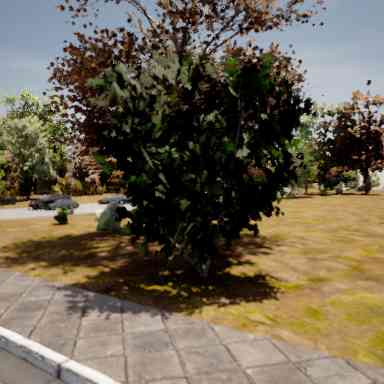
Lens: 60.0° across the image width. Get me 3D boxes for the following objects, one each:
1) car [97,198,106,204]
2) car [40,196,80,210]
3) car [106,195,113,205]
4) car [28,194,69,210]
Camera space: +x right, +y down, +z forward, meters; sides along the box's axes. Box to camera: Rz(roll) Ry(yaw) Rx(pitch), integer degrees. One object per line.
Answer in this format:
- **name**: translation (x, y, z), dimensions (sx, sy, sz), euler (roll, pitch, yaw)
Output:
- **car**: translation (-12.622, 1.206, 53.797), dimensions (2.033, 1.411, 5.357), euler (-1, 2, 39)
- **car**: translation (-16.772, 1.619, 43.096), dimensions (1.994, 1.385, 4.181), euler (-1, 1, 39)
- **car**: translation (-10.238, 1.158, 51.180), dimensions (1.837, 1.490, 4.892), euler (-1, 2, 39)
- **car**: translation (-19.319, 1.298, 45.523), dimensions (2.150, 2.045, 5.566), euler (-1, 1, 38)
